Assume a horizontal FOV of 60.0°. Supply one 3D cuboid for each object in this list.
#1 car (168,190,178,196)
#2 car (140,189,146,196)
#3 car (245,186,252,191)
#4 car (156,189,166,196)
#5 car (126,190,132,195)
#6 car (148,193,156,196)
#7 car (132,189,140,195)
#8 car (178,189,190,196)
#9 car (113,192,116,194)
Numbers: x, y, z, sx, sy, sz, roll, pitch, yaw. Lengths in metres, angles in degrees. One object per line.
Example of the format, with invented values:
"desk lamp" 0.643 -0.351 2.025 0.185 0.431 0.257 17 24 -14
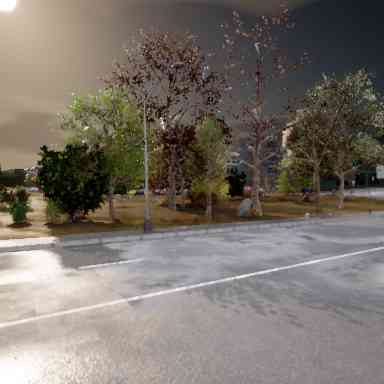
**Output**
"car" -3.278 0.276 77.658 2.163 1.488 4.792 -1 2 17
"car" -10.311 0.192 83.170 2.097 1.535 5.008 0 3 18
"car" 10.984 -0.169 66.944 2.435 2.045 5.566 -1 2 16
"car" -5.639 -0.012 79.465 2.435 2.045 5.566 0 2 18
"car" -15.025 0.128 86.685 1.946 1.575 5.366 0 3 19
"car" -7.983 0.222 81.326 2.231 1.521 4.892 -1 2 18
"car" -12.661 0.034 84.979 2.185 1.767 4.553 -1 2 18
"car" -0.907 0.115 75.902 2.185 1.767 4.553 -1 2 17
"car" -19.601 0.050 90.590 2.097 1.535 5.008 -1 3 19
